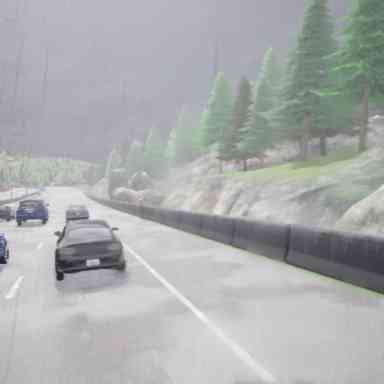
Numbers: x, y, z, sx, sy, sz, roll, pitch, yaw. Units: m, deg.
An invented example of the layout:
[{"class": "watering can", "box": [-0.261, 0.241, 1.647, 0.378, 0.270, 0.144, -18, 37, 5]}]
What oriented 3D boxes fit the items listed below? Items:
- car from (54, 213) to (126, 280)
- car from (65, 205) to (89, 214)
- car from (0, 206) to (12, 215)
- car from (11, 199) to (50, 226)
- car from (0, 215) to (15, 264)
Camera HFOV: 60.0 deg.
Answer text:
[{"class": "car", "box": [-3.246, 1.604, 10.408, 1.812, 1.442, 4.674, -3, 0, -20]}, {"class": "car", "box": [-9.670, 1.801, 28.103, 2.033, 1.411, 5.357, -3, 0, -20]}, {"class": "car", "box": [-18.979, 2.123, 33.245, 1.837, 1.490, 4.892, -3, 0, -20]}, {"class": "car", "box": [-13.510, 1.637, 28.395, 2.150, 2.045, 5.566, -3, 0, -20]}, {"class": "car", "box": [-6.657, 1.707, 9.552, 1.882, 1.535, 5.008, -3, 0, -20]}]
